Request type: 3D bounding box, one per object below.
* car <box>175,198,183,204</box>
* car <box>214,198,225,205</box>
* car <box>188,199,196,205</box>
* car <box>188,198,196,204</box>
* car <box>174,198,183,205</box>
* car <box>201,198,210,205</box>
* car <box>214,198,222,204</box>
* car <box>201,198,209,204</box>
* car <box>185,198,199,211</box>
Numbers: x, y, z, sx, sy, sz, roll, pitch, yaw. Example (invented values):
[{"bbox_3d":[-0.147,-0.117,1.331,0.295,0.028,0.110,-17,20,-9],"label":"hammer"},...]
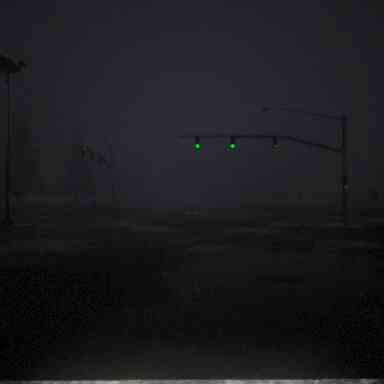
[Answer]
[{"bbox_3d":[-3.500,2.423,91.163,2.128,1.511,4.902,0,-1,0],"label":"car"},{"bbox_3d":[7.000,2.426,81.159,1.994,1.385,4.181,0,-1,0],"label":"car"},{"bbox_3d":[0.000,2.405,80.743,2.033,1.411,5.357,0,-1,0],"label":"car"},{"bbox_3d":[0.000,2.423,91.163,2.128,1.511,4.902,0,-1,0],"label":"car"},{"bbox_3d":[-3.500,2.398,81.160,1.812,1.442,4.674,0,-1,0],"label":"car"},{"bbox_3d":[3.500,2.405,80.743,2.033,1.411,5.357,0,-1,0],"label":"car"},{"bbox_3d":[7.000,2.422,91.163,1.812,1.442,4.674,0,-1,0],"label":"car"},{"bbox_3d":[3.500,2.376,91.163,1.882,1.535,5.008,0,-1,0],"label":"car"},{"bbox_3d":[0.000,2.070,50.136,1.812,1.442,4.674,0,-1,0],"label":"car"}]
